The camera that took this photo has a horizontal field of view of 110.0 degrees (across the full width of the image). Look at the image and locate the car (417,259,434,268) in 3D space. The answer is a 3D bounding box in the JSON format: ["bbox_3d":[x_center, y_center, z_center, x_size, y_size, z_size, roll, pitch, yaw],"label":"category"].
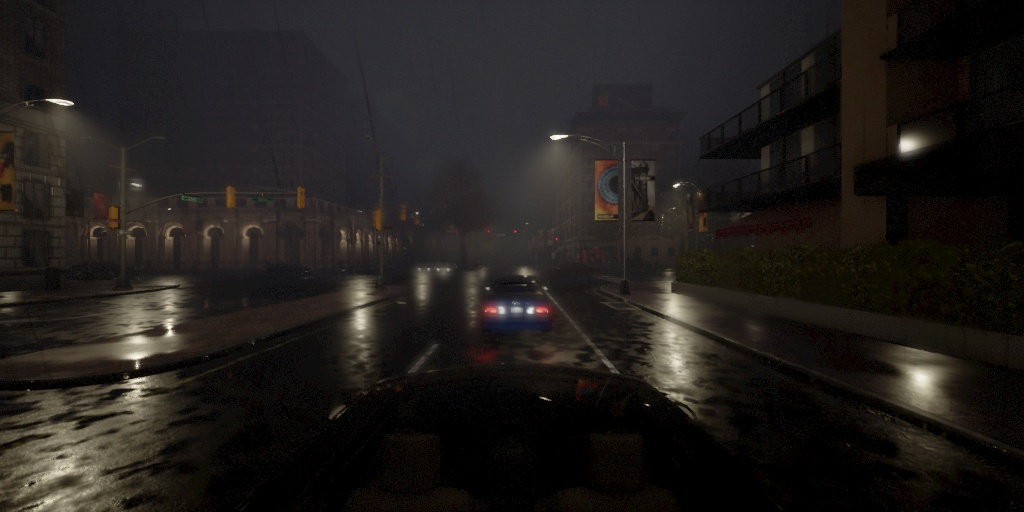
[{"bbox_3d":[-14.518,1.228,61.808,1.882,1.535,5.008,0,0,1],"label":"car"}]

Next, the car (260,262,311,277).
[{"bbox_3d":[-21.787,1.314,34.560,4.181,1.385,1.994,0,0,0],"label":"car"}]

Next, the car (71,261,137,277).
[{"bbox_3d":[-39.323,1.227,34.630,5.008,1.535,1.882,0,0,0],"label":"car"}]

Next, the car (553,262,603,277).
[{"bbox_3d":[6.301,1.276,34.452,4.674,1.442,1.812,0,0,0],"label":"car"}]

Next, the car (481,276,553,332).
[{"bbox_3d":[0.146,1.297,10.789,2.033,1.411,5.357,0,0,1],"label":"car"}]

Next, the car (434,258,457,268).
[{"bbox_3d":[-11.052,1.102,59.739,2.097,1.767,4.553,0,0,1],"label":"car"}]
